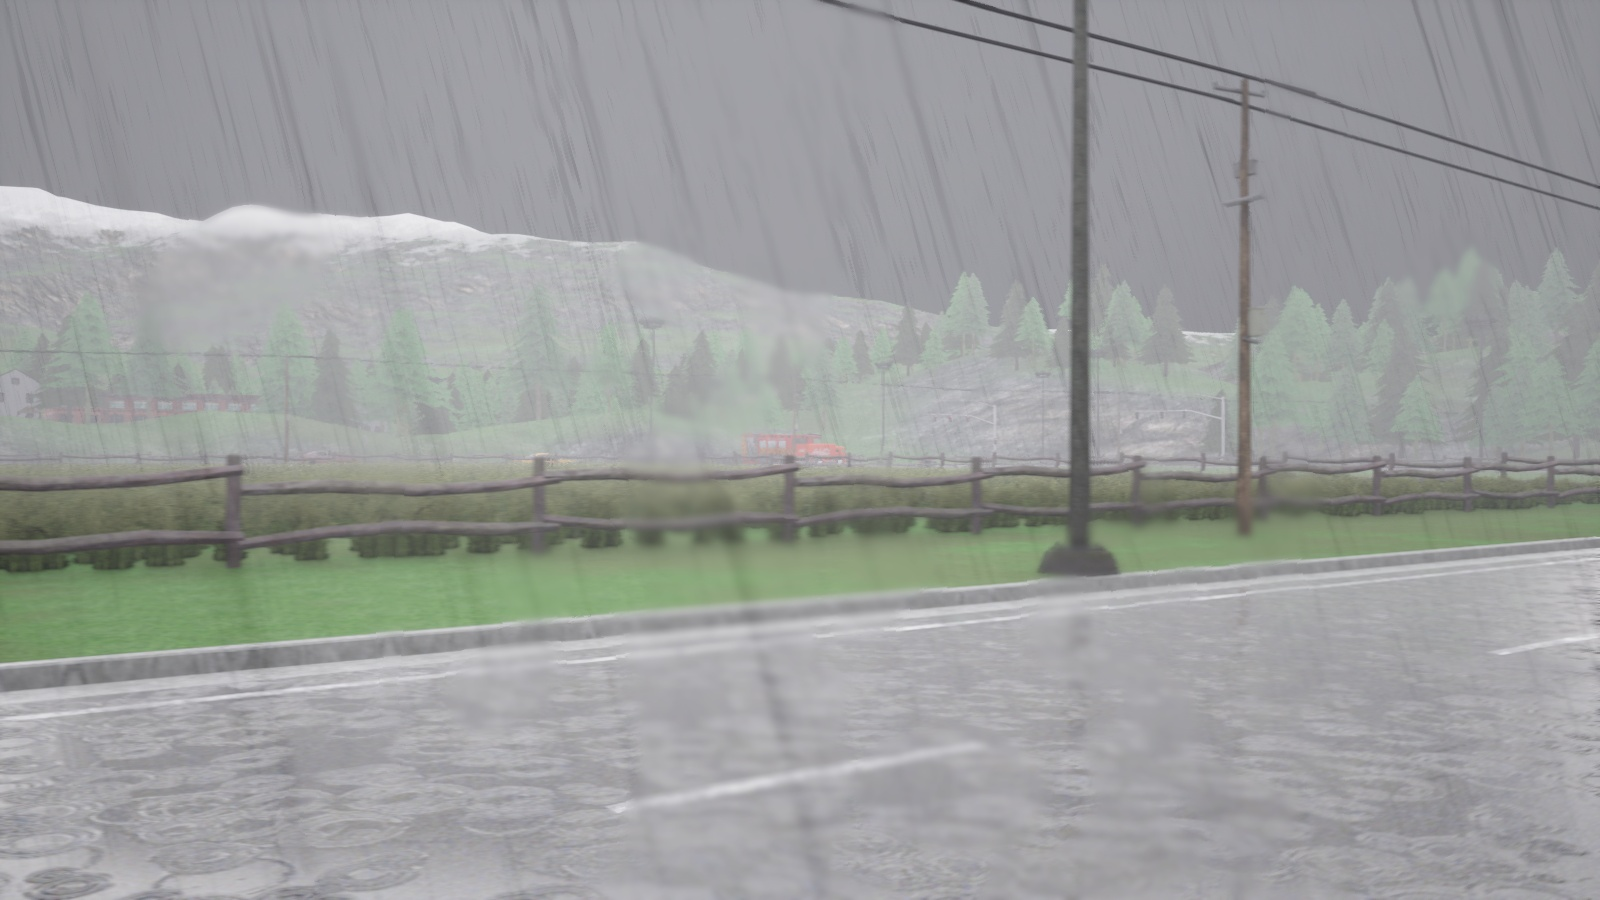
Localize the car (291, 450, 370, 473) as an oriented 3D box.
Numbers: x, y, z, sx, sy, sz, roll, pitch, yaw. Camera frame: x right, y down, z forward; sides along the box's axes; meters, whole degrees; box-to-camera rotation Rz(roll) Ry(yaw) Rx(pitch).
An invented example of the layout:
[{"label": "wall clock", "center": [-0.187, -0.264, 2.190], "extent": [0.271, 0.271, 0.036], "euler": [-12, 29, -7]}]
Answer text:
[{"label": "car", "center": [-34.727, 0.824, 92.936], "extent": [5.027, 1.651, 2.152], "euler": [0, 0, -35]}]
